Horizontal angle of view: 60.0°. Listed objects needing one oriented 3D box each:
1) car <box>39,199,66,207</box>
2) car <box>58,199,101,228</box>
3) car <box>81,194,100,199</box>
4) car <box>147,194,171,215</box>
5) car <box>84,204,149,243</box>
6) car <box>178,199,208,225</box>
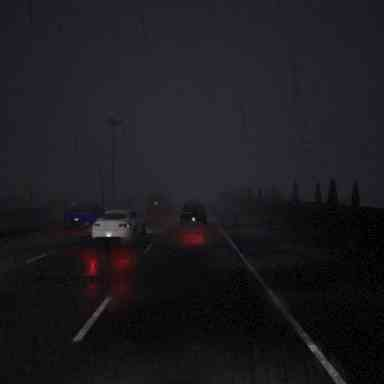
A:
[{"bbox_3d":[-14.072,1.494,34.364,1.837,1.490,4.892,0,0,0],"label":"car"},{"bbox_3d":[-6.898,1.470,22.343,1.882,1.535,5.008,0,0,0],"label":"car"},{"bbox_3d":[-17.494,1.308,57.255,2.150,2.045,5.566,0,0,0],"label":"car"},{"bbox_3d":[-3.396,1.210,34.513,2.150,2.045,5.566,0,0,0],"label":"car"},{"bbox_3d":[-3.398,1.520,15.899,1.812,1.442,4.674,0,0,0],"label":"car"},{"bbox_3d":[0.102,1.498,23.842,1.837,1.490,4.892,0,0,0],"label":"car"}]
